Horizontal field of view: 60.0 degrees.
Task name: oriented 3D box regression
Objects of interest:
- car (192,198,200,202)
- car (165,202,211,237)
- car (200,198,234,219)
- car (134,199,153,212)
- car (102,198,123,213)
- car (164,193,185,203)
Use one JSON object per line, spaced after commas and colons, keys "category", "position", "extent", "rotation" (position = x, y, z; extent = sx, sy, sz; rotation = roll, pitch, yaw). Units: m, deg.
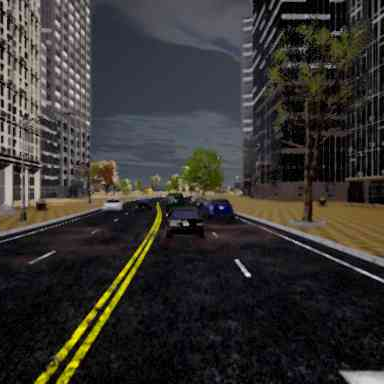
{"category": "car", "position": [1.045, 1.431, 40.151], "extent": [2.033, 1.411, 5.357], "rotation": [0, 0, -6]}
{"category": "car", "position": [-0.392, 1.493, 17.526], "extent": [2.033, 1.411, 5.357], "rotation": [0, 0, -3]}
{"category": "car", "position": [2.160, 1.265, 28.083], "extent": [2.097, 1.767, 4.553], "rotation": [0, 0, -4]}
{"category": "car", "position": [-5.351, 1.462, 36.970], "extent": [1.994, 1.385, 4.181], "rotation": [0, 0, -6]}
{"category": "car", "position": [-8.525, 1.430, 36.067], "extent": [1.812, 1.442, 4.674], "rotation": [0, 0, -6]}
{"category": "car", "position": [-1.989, 1.114, 37.911], "extent": [2.150, 2.045, 5.566], "rotation": [0, 0, -6]}
